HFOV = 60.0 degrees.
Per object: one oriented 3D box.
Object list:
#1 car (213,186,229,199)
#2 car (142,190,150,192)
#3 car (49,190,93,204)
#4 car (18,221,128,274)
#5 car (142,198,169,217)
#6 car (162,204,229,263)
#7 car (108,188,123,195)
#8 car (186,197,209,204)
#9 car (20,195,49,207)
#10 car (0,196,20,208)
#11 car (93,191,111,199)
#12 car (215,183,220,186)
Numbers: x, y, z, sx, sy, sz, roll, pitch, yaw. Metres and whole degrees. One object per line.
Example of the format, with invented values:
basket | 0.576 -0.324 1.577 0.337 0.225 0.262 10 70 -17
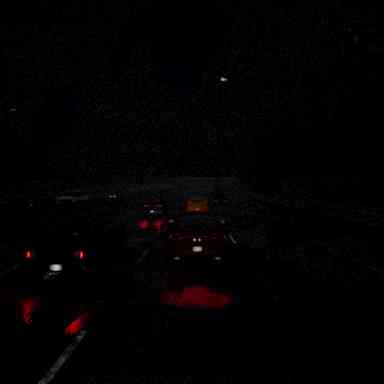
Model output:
car | 5.202 0.337 62.122 2.097 1.767 4.553 0 2 3
car | -11.301 -0.167 79.203 1.994 1.385 4.181 0 2 4
car | -13.468 0.866 37.442 2.150 2.045 5.566 0 1 2
car | -3.337 1.562 10.437 1.895 1.301 4.718 0 0 1
car | -3.027 1.264 28.222 2.128 1.511 4.902 0 1 1
car | 0.181 1.431 11.822 1.882 1.535 5.008 0 0 1
car | -18.285 -0.199 79.677 2.128 1.511 4.902 0 2 4
car | 0.520 1.227 30.097 1.882 1.535 5.008 0 1 1
car | -16.954 1.146 37.632 1.837 1.490 4.892 0 1 2
car | -20.460 1.185 37.858 2.033 1.411 5.357 0 1 2
car | -16.082 0.775 57.287 1.895 1.301 4.718 0 2 3
car | 6.152 -0.396 77.906 2.150 2.045 5.566 0 2 4
